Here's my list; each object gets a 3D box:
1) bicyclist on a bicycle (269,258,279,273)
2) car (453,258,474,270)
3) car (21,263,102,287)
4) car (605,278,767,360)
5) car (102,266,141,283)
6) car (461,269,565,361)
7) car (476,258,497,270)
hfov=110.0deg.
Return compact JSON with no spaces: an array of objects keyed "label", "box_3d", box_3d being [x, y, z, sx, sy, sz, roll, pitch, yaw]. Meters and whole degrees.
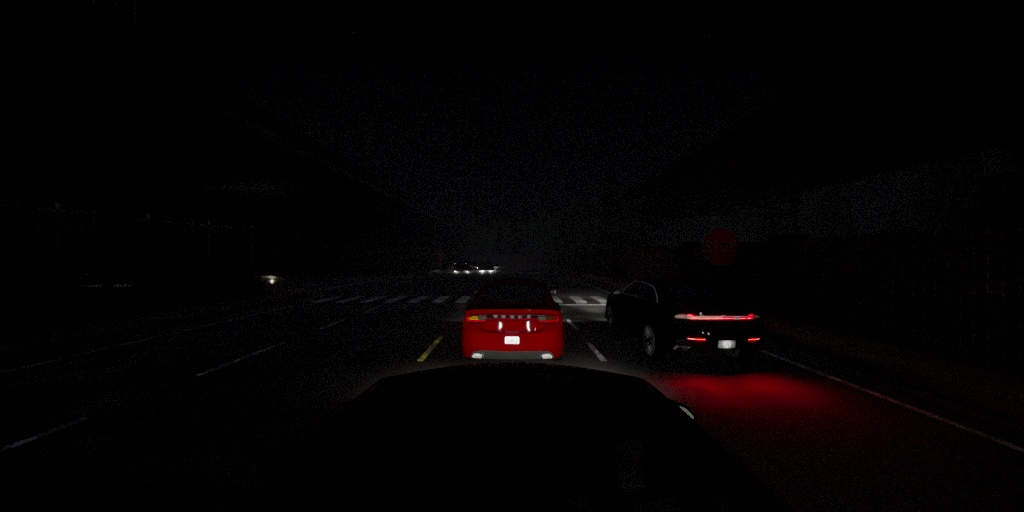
[{"label":"bicyclist on a bicycle","box_3d":[-25.450,1.045,38.324,0.582,1.620,1.656,0,0,-1]},{"label":"car","box_3d":[-7.083,1.094,51.218,2.097,1.767,4.553,0,0,-1]},{"label":"car","box_3d":[-31.056,1.238,23.787,4.902,1.511,2.128,0,0,-1]},{"label":"car","box_3d":[3.558,1.241,8.332,2.128,1.511,4.902,0,0,0]},{"label":"car","box_3d":[-30.651,1.310,27.291,4.181,1.385,1.994,0,0,-1]},{"label":"car","box_3d":[0.059,1.227,8.336,1.882,1.535,5.008,0,0,1]},{"label":"car","box_3d":[-3.585,1.306,51.320,1.994,1.385,4.181,0,0,-1]}]
